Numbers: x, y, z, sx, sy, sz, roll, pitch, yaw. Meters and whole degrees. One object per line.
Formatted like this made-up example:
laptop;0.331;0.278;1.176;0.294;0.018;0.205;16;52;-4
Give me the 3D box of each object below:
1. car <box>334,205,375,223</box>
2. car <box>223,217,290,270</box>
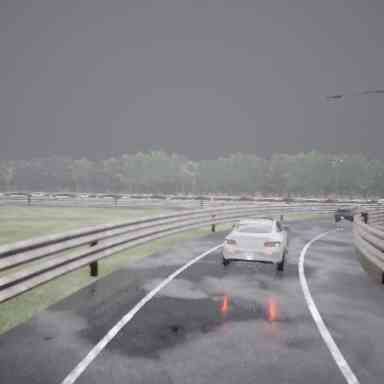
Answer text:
car;13.974;1.873;28.496;4.892;1.490;1.837;2;-1;-41
car;2.278;1.584;11.352;1.812;1.442;4.674;1;0;18
